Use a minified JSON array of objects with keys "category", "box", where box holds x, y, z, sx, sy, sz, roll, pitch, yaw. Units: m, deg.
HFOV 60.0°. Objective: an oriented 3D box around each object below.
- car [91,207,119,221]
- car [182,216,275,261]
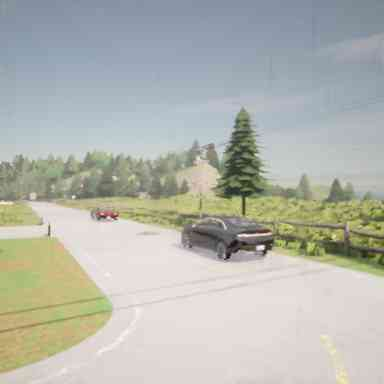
[{"category":"car","box":[-8.738,2.100,32.926,1.895,1.301,4.718,0,-1,-27]},{"category":"car","box":[1.225,1.696,13.369,2.128,1.511,4.902,1,-1,-27]}]
